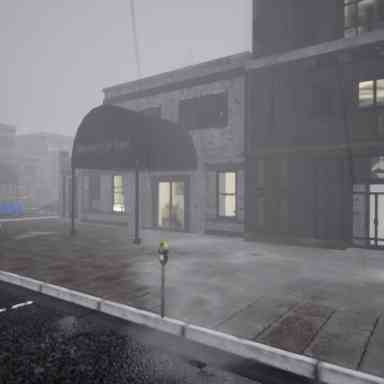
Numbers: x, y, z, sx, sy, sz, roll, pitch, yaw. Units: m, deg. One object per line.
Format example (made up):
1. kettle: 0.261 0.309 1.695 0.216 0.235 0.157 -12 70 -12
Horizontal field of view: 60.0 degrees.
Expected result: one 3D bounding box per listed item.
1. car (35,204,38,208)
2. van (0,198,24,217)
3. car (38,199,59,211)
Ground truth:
1. car: -17.976 1.564 43.594 1.752 1.417 4.829 0 0 35
2. van: -17.346 1.409 29.866 1.690 1.788 3.998 0 0 35
3. car: -16.299 1.618 41.467 1.994 1.385 4.181 0 0 35
